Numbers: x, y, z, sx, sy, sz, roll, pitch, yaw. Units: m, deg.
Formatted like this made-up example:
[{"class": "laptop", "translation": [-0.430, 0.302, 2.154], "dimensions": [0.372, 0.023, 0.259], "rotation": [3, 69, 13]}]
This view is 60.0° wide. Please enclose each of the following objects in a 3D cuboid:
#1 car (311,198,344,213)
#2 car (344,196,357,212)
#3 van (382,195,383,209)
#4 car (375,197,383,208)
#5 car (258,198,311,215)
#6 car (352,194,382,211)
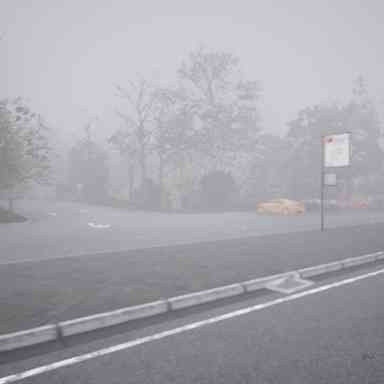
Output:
[{"class": "car", "translation": [13.204, 1.433, 35.912], "dimensions": [2.097, 1.535, 5.008], "rotation": [0, 0, -35]}, {"class": "car", "translation": [15.476, 1.485, 37.526], "dimensions": [2.002, 1.452, 4.674], "rotation": [0, 0, -35]}, {"class": "van", "translation": [22.210, 1.270, 42.466], "dimensions": [1.878, 1.987, 4.442], "rotation": [0, 0, -35]}, {"class": "car", "translation": [29.185, 1.561, 47.075], "dimensions": [1.946, 1.575, 5.366], "rotation": [1, 0, -36]}, {"class": "car", "translation": [8.674, 1.421, 32.675], "dimensions": [2.097, 1.535, 5.008], "rotation": [0, 0, -35]}, {"class": "car", "translation": [20.031, 1.351, 40.731], "dimensions": [2.185, 1.767, 4.553], "rotation": [0, 0, -35]}]
